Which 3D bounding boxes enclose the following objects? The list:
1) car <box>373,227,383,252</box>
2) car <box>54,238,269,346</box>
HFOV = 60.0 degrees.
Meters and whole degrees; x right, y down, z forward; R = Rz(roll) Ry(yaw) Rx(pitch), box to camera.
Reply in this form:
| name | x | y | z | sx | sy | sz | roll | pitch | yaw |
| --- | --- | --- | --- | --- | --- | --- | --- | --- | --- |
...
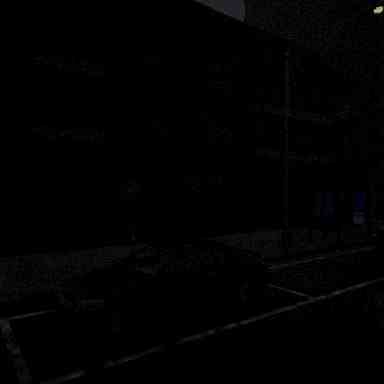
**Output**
| name | x | y | z | sx | sy | sz | roll | pitch | yaw |
| --- | --- | --- | --- | --- | --- | --- | --- | --- | --- |
| car | 8.657 | 1.541 | 12.706 | 4.507 | 1.381 | 1.887 | 0 | 0 | -35 |
| car | -0.339 | 1.579 | 6.290 | 4.206 | 1.307 | 1.802 | 0 | 0 | -36 |
